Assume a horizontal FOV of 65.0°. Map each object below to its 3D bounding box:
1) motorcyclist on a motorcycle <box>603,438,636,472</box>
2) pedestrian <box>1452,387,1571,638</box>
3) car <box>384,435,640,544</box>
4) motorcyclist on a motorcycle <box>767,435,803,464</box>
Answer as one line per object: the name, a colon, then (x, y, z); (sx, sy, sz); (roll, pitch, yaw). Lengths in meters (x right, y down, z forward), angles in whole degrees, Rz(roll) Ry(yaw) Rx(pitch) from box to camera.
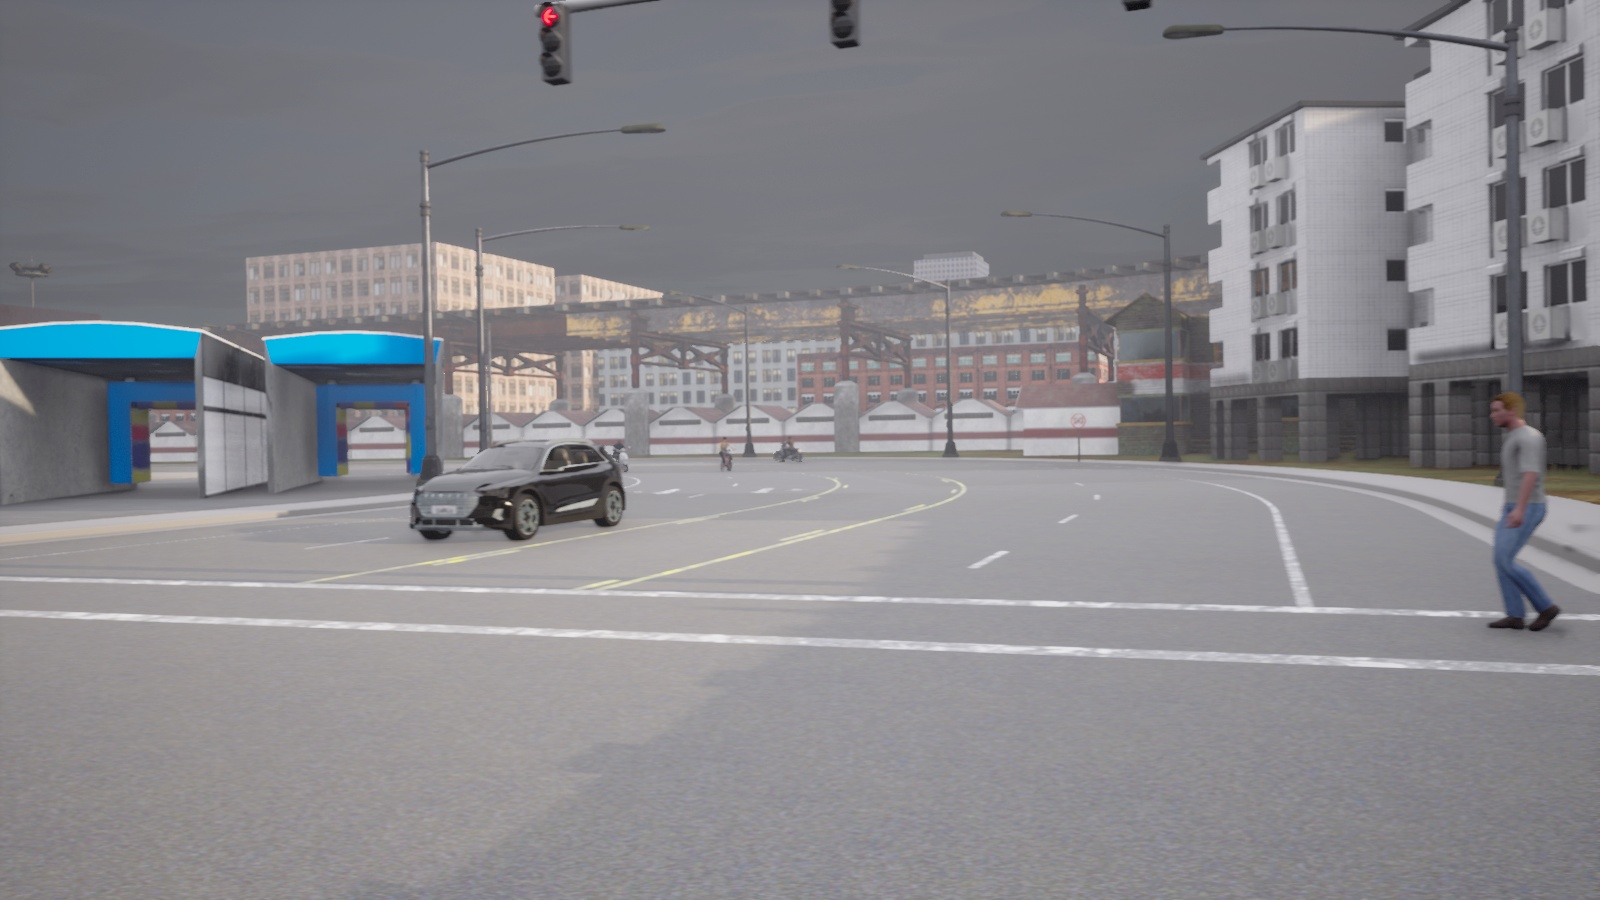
motorcyclist on a motorcycle: (-8.574, 0.218, 59.604); (0.866, 1.590, 1.817); (-2, 1, -30)
pedestrian: (5.354, 0.458, 9.468); (0.706, 1.836, 0.354); (0, 1, 16)
car: (-4.807, 0.581, 21.819); (2.033, 1.649, 4.856); (0, 1, 20)
motorcyclist on a motorcycle: (-0.883, -0.028, 73.317); (0.766, 1.649, 2.350); (-4, 2, -40)
